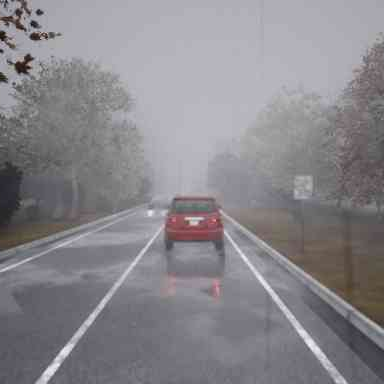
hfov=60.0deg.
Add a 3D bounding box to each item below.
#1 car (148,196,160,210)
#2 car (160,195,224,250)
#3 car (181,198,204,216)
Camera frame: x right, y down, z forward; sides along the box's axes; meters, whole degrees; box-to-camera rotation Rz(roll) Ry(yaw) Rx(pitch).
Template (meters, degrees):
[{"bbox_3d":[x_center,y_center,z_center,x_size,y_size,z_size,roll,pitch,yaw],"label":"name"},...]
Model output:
[{"bbox_3d":[-3.654,1.188,36.585,1.812,1.442,4.674,0,1,0],"label":"car"},{"bbox_3d":[0.072,1.124,13.947,2.150,2.045,5.566,0,0,0],"label":"car"},{"bbox_3d":[0.045,1.299,30.603,1.994,1.385,4.181,0,1,0],"label":"car"}]
